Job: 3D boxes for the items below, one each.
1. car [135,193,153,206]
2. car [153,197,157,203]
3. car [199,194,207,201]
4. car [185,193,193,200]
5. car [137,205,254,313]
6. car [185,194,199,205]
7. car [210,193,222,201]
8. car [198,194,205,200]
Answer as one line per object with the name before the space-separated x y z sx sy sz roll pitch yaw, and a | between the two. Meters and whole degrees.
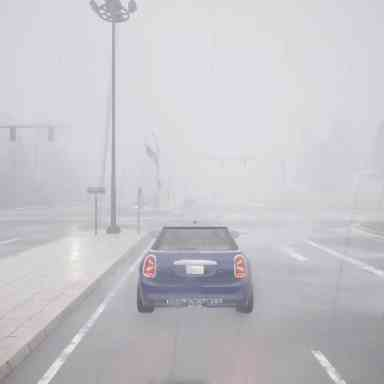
car | -8.270 1.352 56.005 2.097 1.767 4.553 0 0 -1
car | -8.368 1.547 65.619 2.033 1.411 5.357 0 0 0
car | 2.851 1.513 85.208 1.812 1.442 4.674 0 0 -1
car | -0.814 1.189 95.506 2.150 2.045 5.566 0 0 -1
car | 0.071 1.352 7.826 2.097 1.767 4.553 0 0 0
car | -0.161 1.526 54.646 1.812 1.442 4.674 0 0 -1
car | 6.356 1.215 84.937 2.150 2.045 5.566 0 0 -1
car | 2.686 1.442 95.532 1.882 1.535 5.008 0 0 -1
